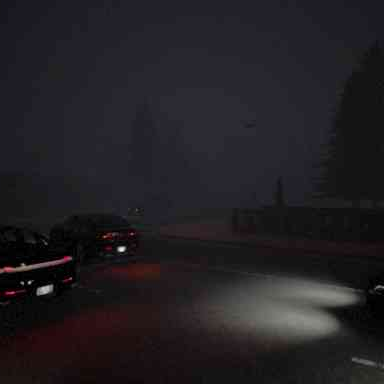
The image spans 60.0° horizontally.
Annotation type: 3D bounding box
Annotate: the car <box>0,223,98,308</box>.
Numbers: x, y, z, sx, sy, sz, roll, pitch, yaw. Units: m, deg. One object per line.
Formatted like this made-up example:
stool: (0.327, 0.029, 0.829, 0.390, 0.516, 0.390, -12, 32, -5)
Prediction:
car: (-4.540, 1.498, 7.221, 4.902, 1.511, 2.128, 0, 0, 36)

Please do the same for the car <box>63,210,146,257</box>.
car: (-3.706, 1.512, 12.195, 1.837, 1.490, 4.892, -1, 1, -39)

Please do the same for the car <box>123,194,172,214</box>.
car: (-4.360, 1.227, 33.714, 2.150, 2.045, 5.566, 0, 0, 38)

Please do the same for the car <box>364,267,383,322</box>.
car: (5.055, 1.525, 4.684, 4.674, 1.442, 1.812, 0, 0, 36)
